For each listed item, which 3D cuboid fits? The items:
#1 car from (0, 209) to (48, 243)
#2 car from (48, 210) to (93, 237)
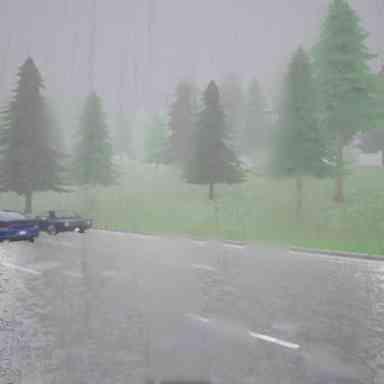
[{"bbox_3d":[-8.927,1.521,15.159,5.008,1.535,1.882,0,0,37],"label":"car"},{"bbox_3d":[-7.754,1.667,18.662,4.718,1.301,1.895,0,0,37],"label":"car"}]
